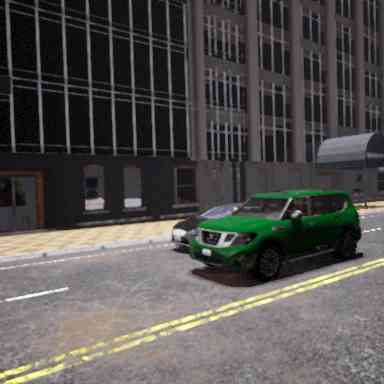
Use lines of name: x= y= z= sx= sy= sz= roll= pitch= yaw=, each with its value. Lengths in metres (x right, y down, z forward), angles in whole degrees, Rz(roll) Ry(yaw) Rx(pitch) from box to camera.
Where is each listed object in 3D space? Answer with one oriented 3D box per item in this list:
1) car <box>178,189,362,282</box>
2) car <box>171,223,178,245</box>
car: x=2.594 y=0.991 z=9.488 sx=5.566 sy=2.045 sz=2.150 roll=-2 pitch=1 yaw=-35
car: x=1.505 y=1.233 z=12.696 sx=4.902 sy=1.511 sz=2.128 roll=-2 pitch=1 yaw=-35
